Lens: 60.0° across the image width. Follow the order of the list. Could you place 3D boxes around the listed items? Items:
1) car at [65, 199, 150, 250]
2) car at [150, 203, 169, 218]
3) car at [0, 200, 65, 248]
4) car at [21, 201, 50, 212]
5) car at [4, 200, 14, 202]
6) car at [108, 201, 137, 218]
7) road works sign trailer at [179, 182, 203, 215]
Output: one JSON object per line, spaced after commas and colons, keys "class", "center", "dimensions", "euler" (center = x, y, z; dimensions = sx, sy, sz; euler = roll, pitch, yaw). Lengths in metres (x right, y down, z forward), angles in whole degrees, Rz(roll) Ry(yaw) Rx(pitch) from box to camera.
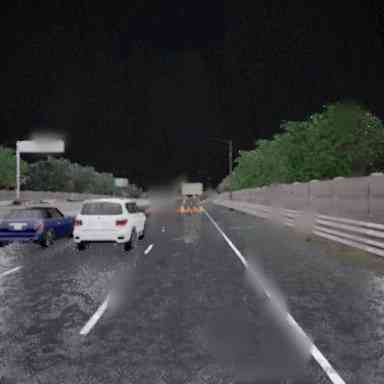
{"class": "car", "center": [-3.403, 1.307, 14.792], "dimensions": [2.150, 2.045, 5.566], "euler": [0, 0, 0]}
{"class": "car", "center": [-3.408, 1.781, 32.682], "dimensions": [1.994, 1.385, 4.181], "euler": [0, 0, 0]}
{"class": "car", "center": [-6.904, 1.442, 15.318], "dimensions": [2.097, 1.767, 4.553], "euler": [0, 0, 0]}
{"class": "car", "center": [-21.080, 1.913, 44.988], "dimensions": [1.994, 1.385, 4.181], "euler": [0, -1, 0]}
{"class": "car", "center": [-24.577, 1.872, 44.866], "dimensions": [1.812, 1.442, 4.674], "euler": [0, -1, 0]}
{"class": "car", "center": [-6.907, 1.701, 33.443], "dimensions": [1.882, 1.535, 5.008], "euler": [0, 0, 0]}
{"class": "road works sign trailer", "center": [-0.004, 0.715, 36.696], "dimensions": [2.380, 3.560, 2.880], "euler": [0, 0, 0]}
